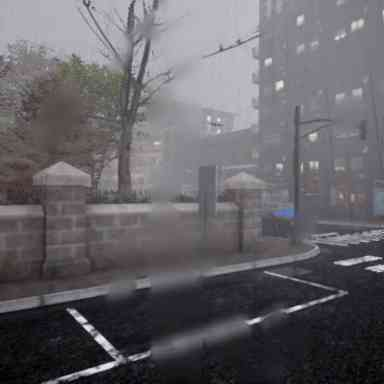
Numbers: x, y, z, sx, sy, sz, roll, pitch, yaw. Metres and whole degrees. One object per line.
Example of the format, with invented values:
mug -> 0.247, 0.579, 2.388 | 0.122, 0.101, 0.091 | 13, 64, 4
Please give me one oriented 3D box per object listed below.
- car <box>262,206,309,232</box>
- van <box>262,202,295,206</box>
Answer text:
car -> 5.538, 1.968, 23.750 | 2.033, 1.411, 5.357 | 0, -1, -36
van -> 7.690, 1.865, 30.603 | 1.690, 1.788, 3.998 | -1, 0, -36
